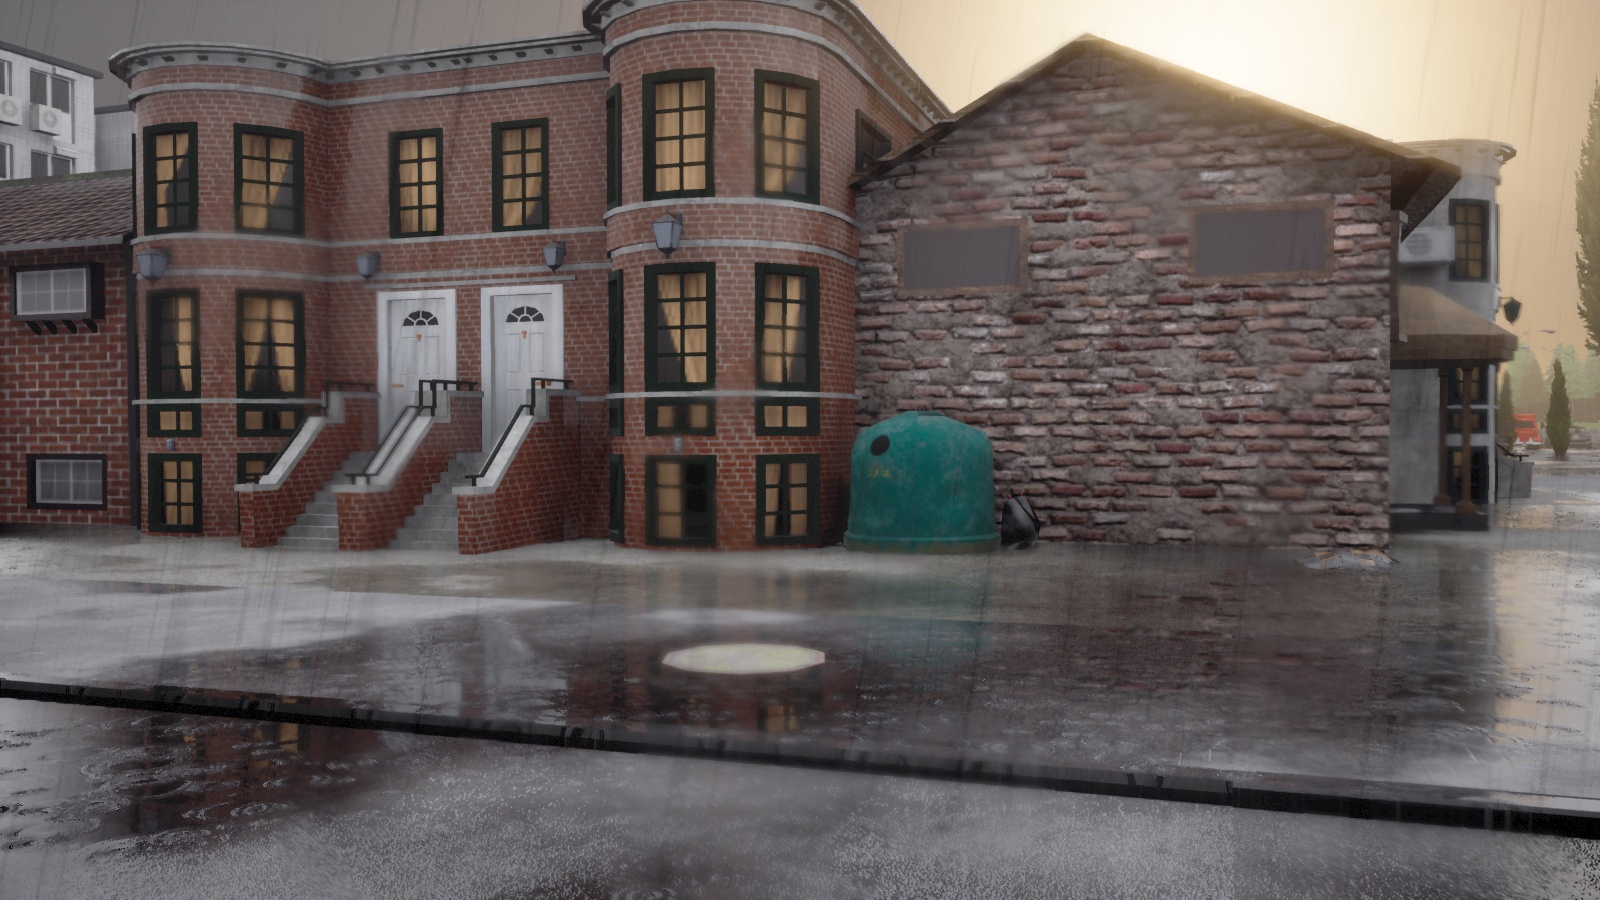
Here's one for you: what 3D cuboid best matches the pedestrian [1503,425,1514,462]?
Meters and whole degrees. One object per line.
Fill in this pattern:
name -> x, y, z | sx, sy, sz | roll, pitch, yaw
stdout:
pedestrian -> 35.165, -0.330, 62.343 | 0.331, 1.846, 0.634 | 1, 1, 18
